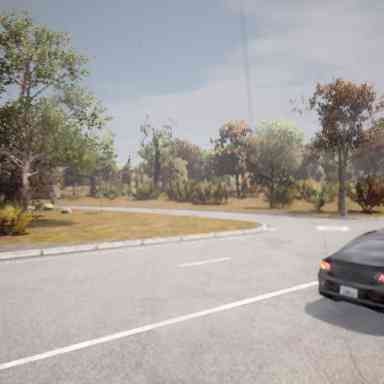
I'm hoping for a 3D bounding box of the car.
[{"bbox_3d":[4.494,1.501,6.939,4.674,1.442,1.812,0,0,-36],"label":"car"}]
